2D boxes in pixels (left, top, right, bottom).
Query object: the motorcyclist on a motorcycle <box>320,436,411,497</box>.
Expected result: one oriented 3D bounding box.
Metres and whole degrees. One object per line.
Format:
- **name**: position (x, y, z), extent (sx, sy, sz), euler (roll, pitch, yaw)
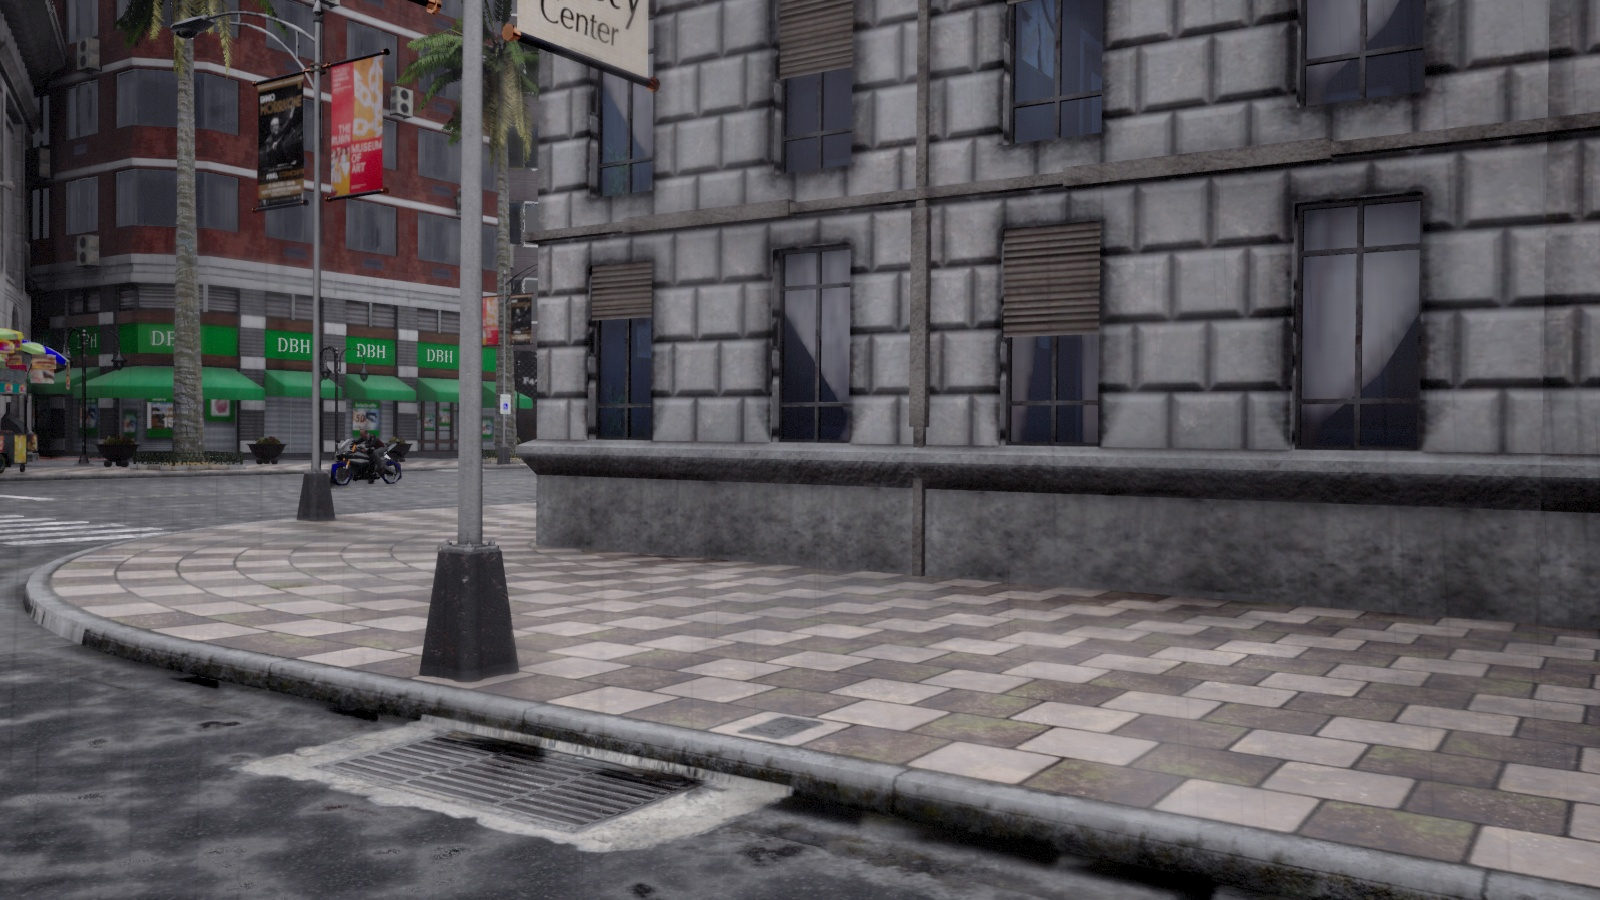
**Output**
- **motorcyclist on a motorcycle**: position (-11.503, 0.416, 33.326), extent (0.866, 1.530, 2.191), euler (0, 1, 33)
